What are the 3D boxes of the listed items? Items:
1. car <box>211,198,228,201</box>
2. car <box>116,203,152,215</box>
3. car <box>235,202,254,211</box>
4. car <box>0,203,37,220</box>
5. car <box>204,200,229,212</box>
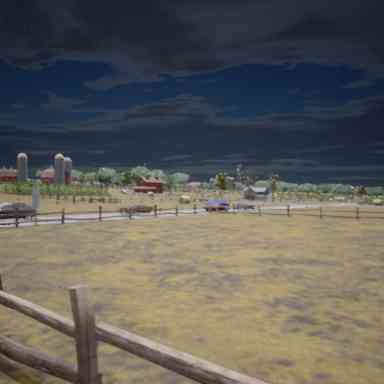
[{"bbox_3d":[4.255,2.115,56.856,2.150,2.045,5.566,2,0,36],"label":"car"},{"bbox_3d":[-7.163,2.067,41.142,1.895,1.301,4.718,2,0,36],"label":"car"},{"bbox_3d":[9.417,2.477,59.341,2.128,1.511,4.902,2,0,36],"label":"car"},{"bbox_3d":[-16.033,1.717,28.795,1.837,1.490,4.892,2,1,36],"label":"car"},{"bbox_3d":[3.814,2.411,51.461,1.895,1.301,4.718,2,0,36],"label":"car"}]
